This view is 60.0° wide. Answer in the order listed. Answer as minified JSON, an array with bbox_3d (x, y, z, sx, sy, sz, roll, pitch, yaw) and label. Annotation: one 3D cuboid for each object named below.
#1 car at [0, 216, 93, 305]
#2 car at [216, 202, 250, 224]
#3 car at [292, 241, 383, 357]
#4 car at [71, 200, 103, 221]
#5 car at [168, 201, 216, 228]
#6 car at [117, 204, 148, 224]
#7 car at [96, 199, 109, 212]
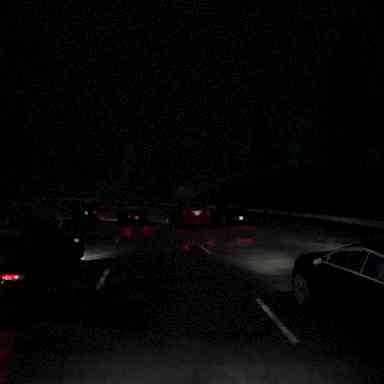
[{"bbox_3d":[-4.105,1.588,8.331,2.033,1.411,5.357,0,0,-7],"label":"car"},{"bbox_3d":[2.743,1.576,25.607,1.837,1.490,4.892,0,0,-17],"label":"car"},{"bbox_3d":[3.122,1.497,5.058,2.128,1.511,4.902,0,0,-4],"label":"car"},{"bbox_3d":[-8.996,1.666,27.748,2.033,1.411,5.357,0,0,-21],"label":"car"},{"bbox_3d":[-0.265,1.427,23.400,2.097,1.767,4.553,0,0,-16],"label":"car"},{"bbox_3d":[-4.642,1.622,25.657,1.812,1.442,4.674,0,0,-19],"label":"car"},{"bbox_3d":[-11.617,1.646,40.783,1.882,1.535,5.008,0,0,-30],"label":"car"}]
